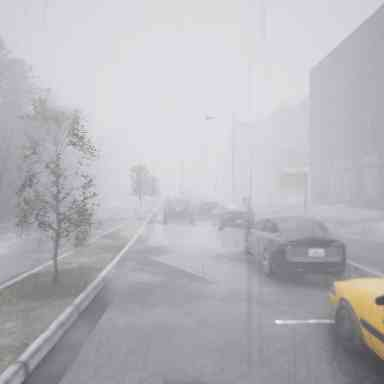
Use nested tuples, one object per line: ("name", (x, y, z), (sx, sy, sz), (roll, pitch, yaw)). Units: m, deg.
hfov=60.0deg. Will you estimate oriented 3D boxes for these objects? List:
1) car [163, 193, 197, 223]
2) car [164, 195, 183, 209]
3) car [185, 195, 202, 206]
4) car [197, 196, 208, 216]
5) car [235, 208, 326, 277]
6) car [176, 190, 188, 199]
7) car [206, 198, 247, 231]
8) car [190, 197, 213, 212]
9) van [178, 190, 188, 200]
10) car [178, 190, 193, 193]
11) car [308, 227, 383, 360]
("car", (-1.042, 1.208, 24.170), (2.097, 1.767, 4.553), (0, 0, -4))
("car", (-2.344, 1.223, 41.084), (2.128, 1.511, 4.902), (0, 0, -4))
("car", (0.130, 1.203, 47.269), (2.002, 1.452, 4.674), (0, 1, -4))
("car", (1.435, 1.297, 30.677), (2.231, 1.521, 4.892), (0, 0, -5))
("car", (2.861, 1.457, 10.137), (2.163, 1.488, 4.792), (0, 0, -1))
("car", (-2.484, 0.570, 80.472), (2.435, 2.045, 5.566), (0, 1, -5))
("car", (2.296, 1.371, 19.719), (2.097, 1.535, 5.008), (0, 0, -4))
("car", (1.000, 1.295, 36.211), (2.002, 1.452, 4.674), (0, 0, -5))
("van", (-2.055, 0.659, 75.032), (1.878, 1.987, 4.442), (0, 1, -4))
("car", (-0.742, 0.809, 58.356), (2.435, 2.045, 5.566), (0, 1, -4))
("car", (3.044, 1.460, 3.098), (1.946, 1.575, 5.366), (0, 0, 0))
